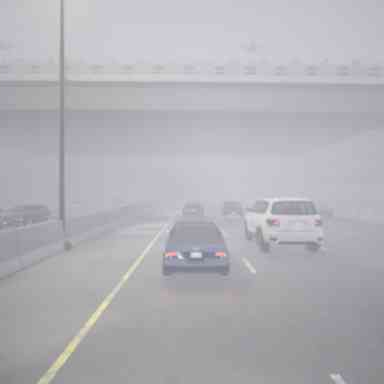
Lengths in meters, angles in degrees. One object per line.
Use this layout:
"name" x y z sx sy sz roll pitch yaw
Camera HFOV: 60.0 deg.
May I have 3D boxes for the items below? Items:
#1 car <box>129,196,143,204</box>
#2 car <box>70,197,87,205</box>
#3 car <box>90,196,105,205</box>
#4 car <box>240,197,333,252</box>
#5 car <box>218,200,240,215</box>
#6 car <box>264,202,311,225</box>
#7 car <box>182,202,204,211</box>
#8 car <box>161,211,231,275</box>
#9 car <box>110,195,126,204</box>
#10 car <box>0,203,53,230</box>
"car" -10.520 1.543 62.731 2.128 1.511 4.902 0 0 0
"car" -21.016 1.603 61.805 1.994 1.385 4.181 0 0 0
"car" -17.518 1.570 62.223 1.812 1.442 4.674 0 0 0
"car" 3.603 1.234 14.022 2.150 2.045 5.566 0 0 0
"car" 3.607 1.530 30.873 1.837 1.490 4.892 0 0 0
"car" 7.105 1.570 25.445 2.033 1.411 5.357 0 0 0
"car" 0.107 1.589 31.323 1.994 1.385 4.181 0 0 0
"car" 0.101 1.556 10.444 2.033 1.411 5.357 0 0 0
"car" -14.026 1.399 63.142 2.097 1.767 4.553 0 0 0
"car" -10.594 1.519 21.291 1.837 1.490 4.892 0 0 0
